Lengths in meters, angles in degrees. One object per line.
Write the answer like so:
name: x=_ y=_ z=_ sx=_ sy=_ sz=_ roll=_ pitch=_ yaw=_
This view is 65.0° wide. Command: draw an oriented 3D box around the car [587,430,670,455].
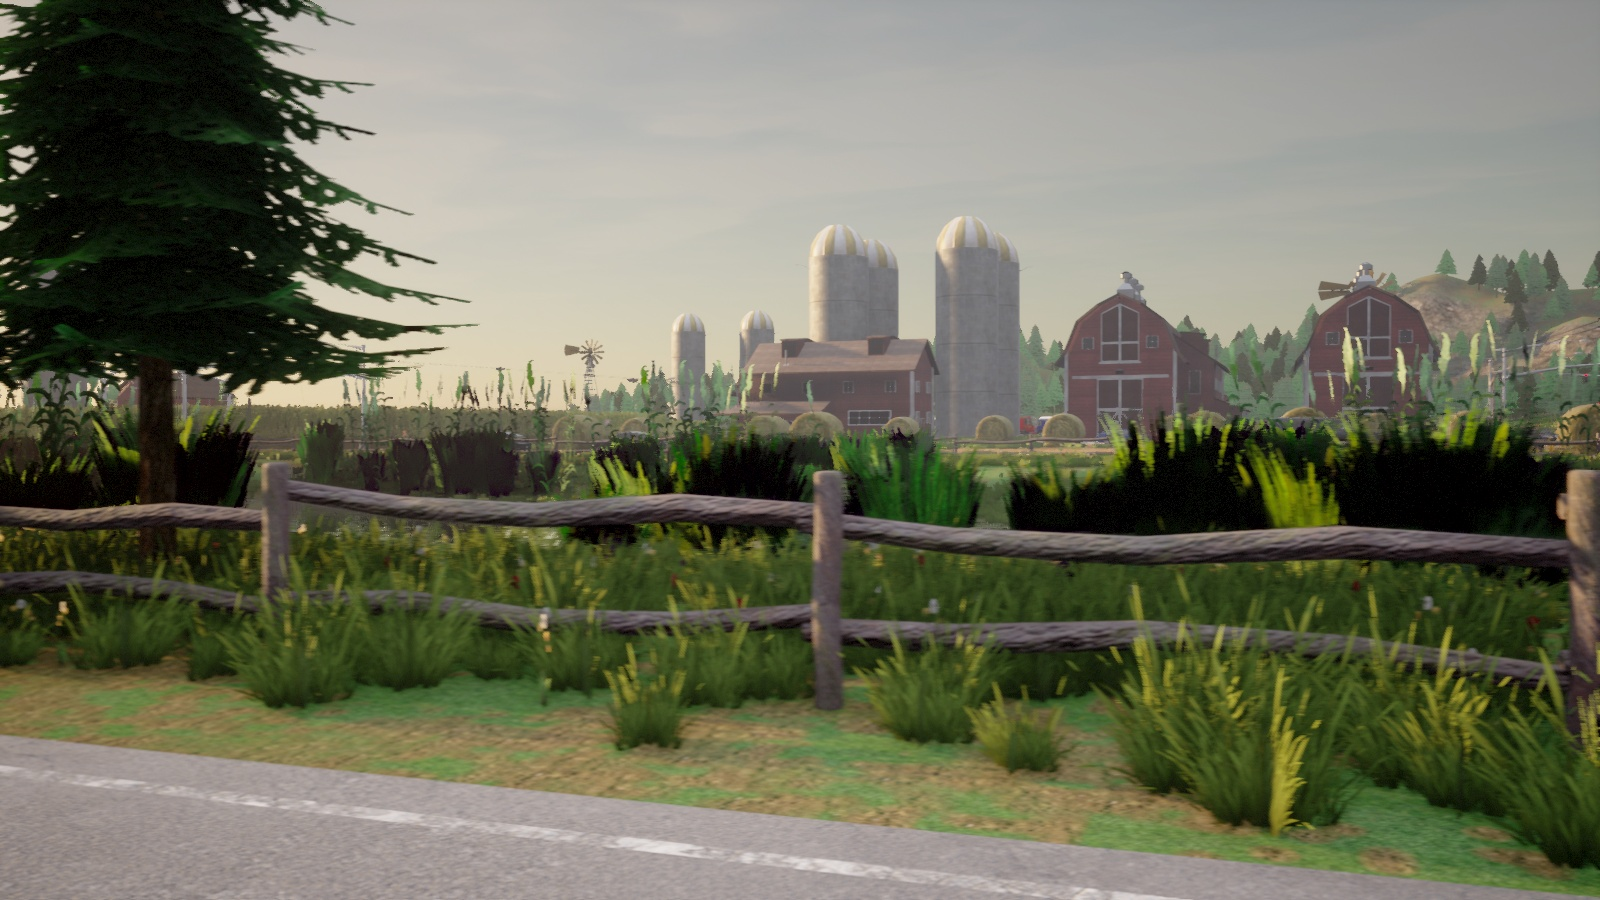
car: x=-10.593 y=-0.473 z=77.496 sx=4.892 sy=1.490 sz=1.837 roll=1 pitch=1 yaw=24

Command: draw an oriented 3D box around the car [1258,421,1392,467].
car: x=24.185 y=-0.316 z=57.929 sx=5.566 sy=2.045 sz=2.150 roll=1 pitch=1 yaw=24

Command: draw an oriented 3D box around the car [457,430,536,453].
car: x=-19.748 y=-0.574 z=81.636 sx=4.892 sy=1.490 sz=1.837 roll=1 pitch=1 yaw=24
